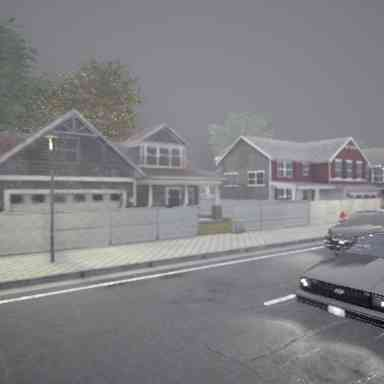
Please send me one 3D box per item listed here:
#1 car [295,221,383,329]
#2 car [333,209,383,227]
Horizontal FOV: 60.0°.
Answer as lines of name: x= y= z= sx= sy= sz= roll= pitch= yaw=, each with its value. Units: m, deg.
car: x=4.487 y=1.513 z=6.886 sx=5.357 sy=1.411 sz=2.033 roll=0 pitch=0 yaw=-35
car: x=7.055 y=1.445 z=12.705 sx=4.892 sy=1.490 sz=1.837 roll=0 pitch=0 yaw=-35
